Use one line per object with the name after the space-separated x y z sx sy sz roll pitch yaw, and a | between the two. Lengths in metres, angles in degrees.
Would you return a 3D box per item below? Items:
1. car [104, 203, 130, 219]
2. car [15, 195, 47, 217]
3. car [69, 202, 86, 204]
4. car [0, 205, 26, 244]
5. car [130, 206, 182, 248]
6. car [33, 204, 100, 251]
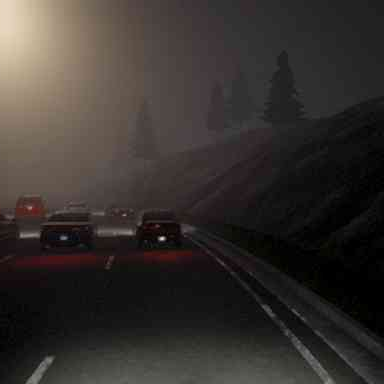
-6.519 1.614 29.536 1.895 1.301 4.718 0 0 -25 | car
-12.885 1.255 26.623 2.150 2.045 5.566 0 0 -25 | car
-9.690 1.560 28.052 2.033 1.411 5.357 0 0 -25 | car
-8.489 1.513 13.459 1.837 1.490 4.892 0 0 -12 | car
-1.650 1.514 14.952 1.837 1.490 4.892 0 0 -12 | car
-5.070 1.482 14.206 1.882 1.535 5.008 0 0 -12 | car
